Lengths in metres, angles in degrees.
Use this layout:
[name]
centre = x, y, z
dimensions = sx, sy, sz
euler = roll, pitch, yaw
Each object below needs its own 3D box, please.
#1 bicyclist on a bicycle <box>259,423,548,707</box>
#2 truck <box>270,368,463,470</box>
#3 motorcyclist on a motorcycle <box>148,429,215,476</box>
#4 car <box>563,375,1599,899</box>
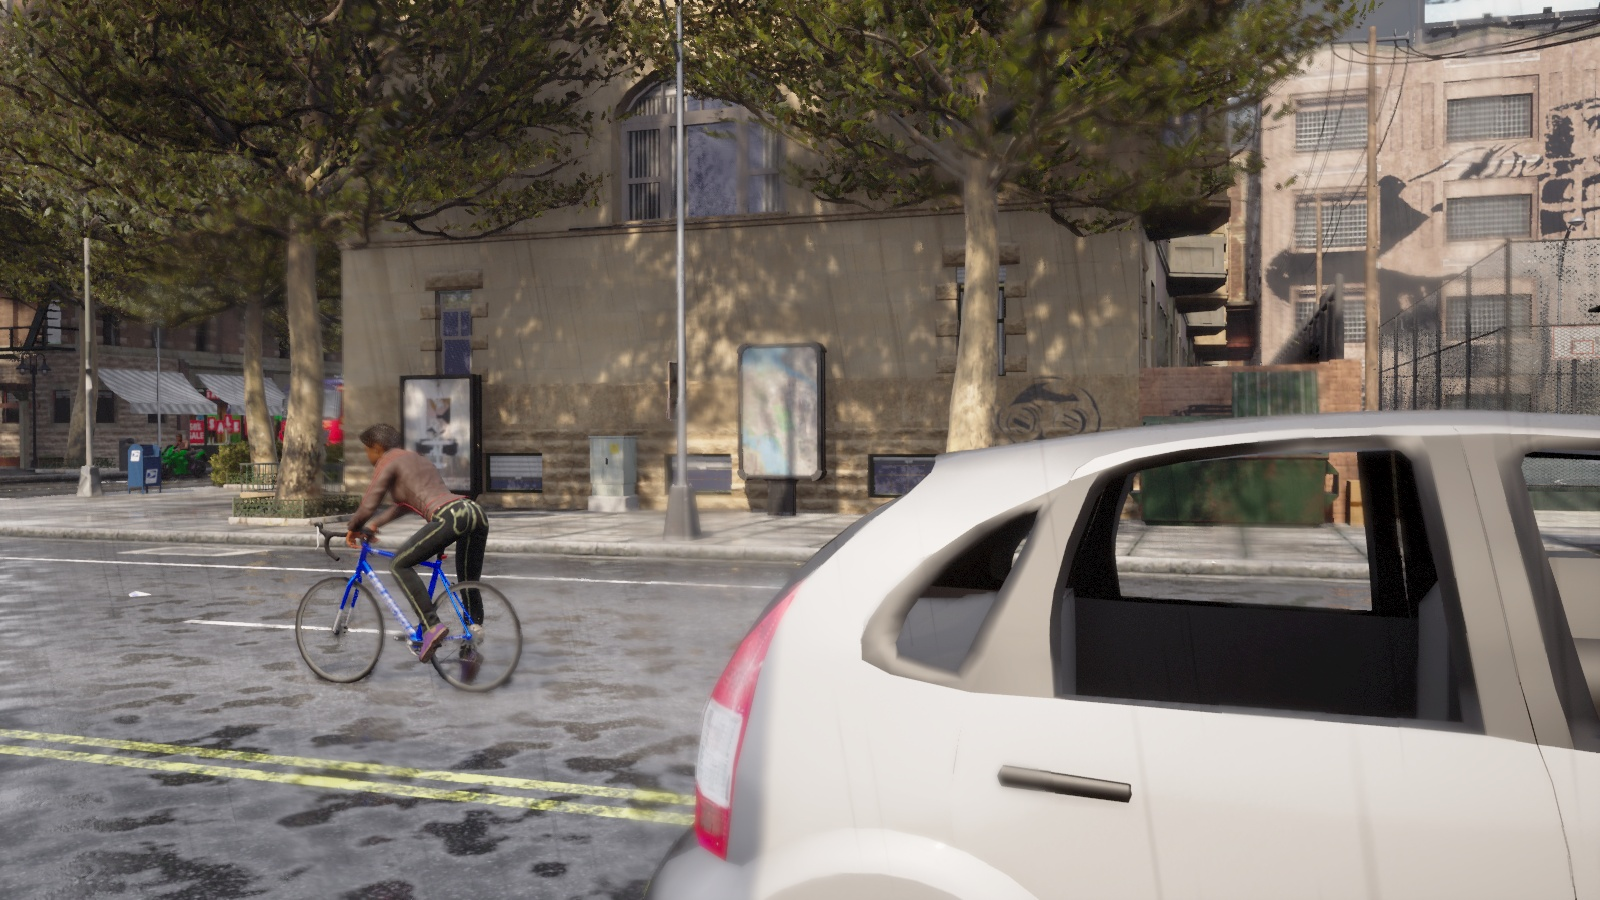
[bicyclist on a bicycle]
centre = -2.426, 0.647, 7.694
dimensions = 1.656, 1.620, 0.582
euler = 0, 1, 19
[truck]
centre = -17.521, -1.230, 51.577
dimensions = 2.891, 3.827, 8.468
euler = 1, 1, 19
[motorcyclist on a motorcycle]
centre = -20.733, 0.056, 42.158
dimensions = 0.797, 1.523, 2.044
euler = 1, 1, 19
[car]
centre = 1.739, 0.690, 2.607
dimensions = 3.988, 1.617, 1.851
euler = 1, 1, 19
